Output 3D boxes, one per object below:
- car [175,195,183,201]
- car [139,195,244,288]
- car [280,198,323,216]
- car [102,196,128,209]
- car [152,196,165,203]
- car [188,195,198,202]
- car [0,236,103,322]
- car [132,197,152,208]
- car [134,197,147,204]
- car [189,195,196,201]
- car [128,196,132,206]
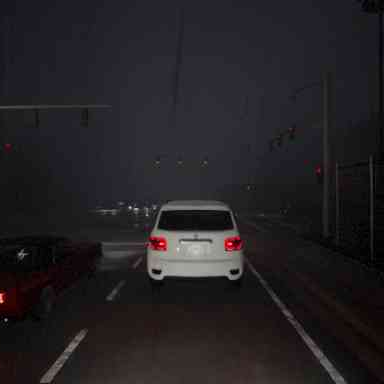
[{"bbox_3d":[-3.316,1.540,85.973,2.033,1.411,5.357,0,0,0],"label":"car"},{"bbox_3d":[0.094,1.223,9.399,2.150,2.045,5.566,0,0,0],"label":"car"},{"bbox_3d":[11.020,1.407,32.611,4.553,1.767,2.097,0,0,0],"label":"car"},{"bbox_3d":[-10.505,1.547,44.728,2.033,1.411,5.357,0,0,0],"label":"car"},{"bbox_3d":[-6.860,1.547,68.120,2.033,1.411,5.357,0,0,1],"label":"car"},{"bbox_3d":[0.168,1.523,75.685,2.128,1.511,4.902,0,0,0],"label":"car"},{"bbox_3d":[-3.421,1.601,7.193,1.895,1.301,4.718,0,0,1],"label":"car"},{"bbox_3d":[-6.994,1.505,48.540,1.837,1.490,4.892,0,0,0],"label":"car"},{"bbox_3d":[-10.367,1.601,67.336,1.895,1.301,4.718,0,0,1],"label":"car"},{"bbox_3d":[0.185,1.524,86.088,1.812,1.442,4.674,0,0,0],"label":"car"},{"bbox_3d":[-10.473,1.477,54.509,1.882,1.535,5.008,0,0,0],"label":"car"}]
